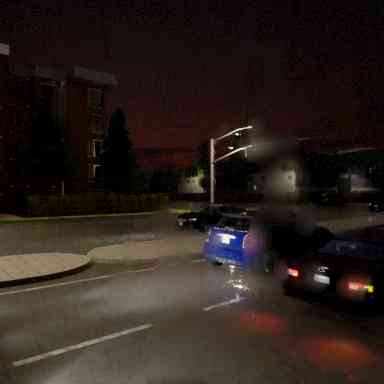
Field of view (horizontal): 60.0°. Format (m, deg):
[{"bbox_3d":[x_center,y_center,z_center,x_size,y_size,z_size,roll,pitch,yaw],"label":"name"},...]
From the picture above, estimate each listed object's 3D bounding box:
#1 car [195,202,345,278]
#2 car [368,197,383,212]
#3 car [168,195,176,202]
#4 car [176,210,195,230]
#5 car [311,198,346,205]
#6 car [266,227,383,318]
[{"bbox_3d":[2.587,1.352,10.467,4.553,1.767,2.097,0,0,-38],"label":"car"},{"bbox_3d":[21.507,1.351,37.205,4.553,1.767,2.097,0,0,-40],"label":"car"},{"bbox_3d":[-5.789,1.524,78.760,2.128,1.511,4.902,0,0,-38],"label":"car"},{"bbox_3d":[1.266,1.491,19.901,4.902,1.511,2.128,0,0,-40],"label":"car"},{"bbox_3d":[19.881,1.601,48.746,4.718,1.301,1.895,0,0,1],"label":"car"},{"bbox_3d":[4.209,1.547,7.286,5.357,1.411,2.033,0,0,-38],"label":"car"}]
